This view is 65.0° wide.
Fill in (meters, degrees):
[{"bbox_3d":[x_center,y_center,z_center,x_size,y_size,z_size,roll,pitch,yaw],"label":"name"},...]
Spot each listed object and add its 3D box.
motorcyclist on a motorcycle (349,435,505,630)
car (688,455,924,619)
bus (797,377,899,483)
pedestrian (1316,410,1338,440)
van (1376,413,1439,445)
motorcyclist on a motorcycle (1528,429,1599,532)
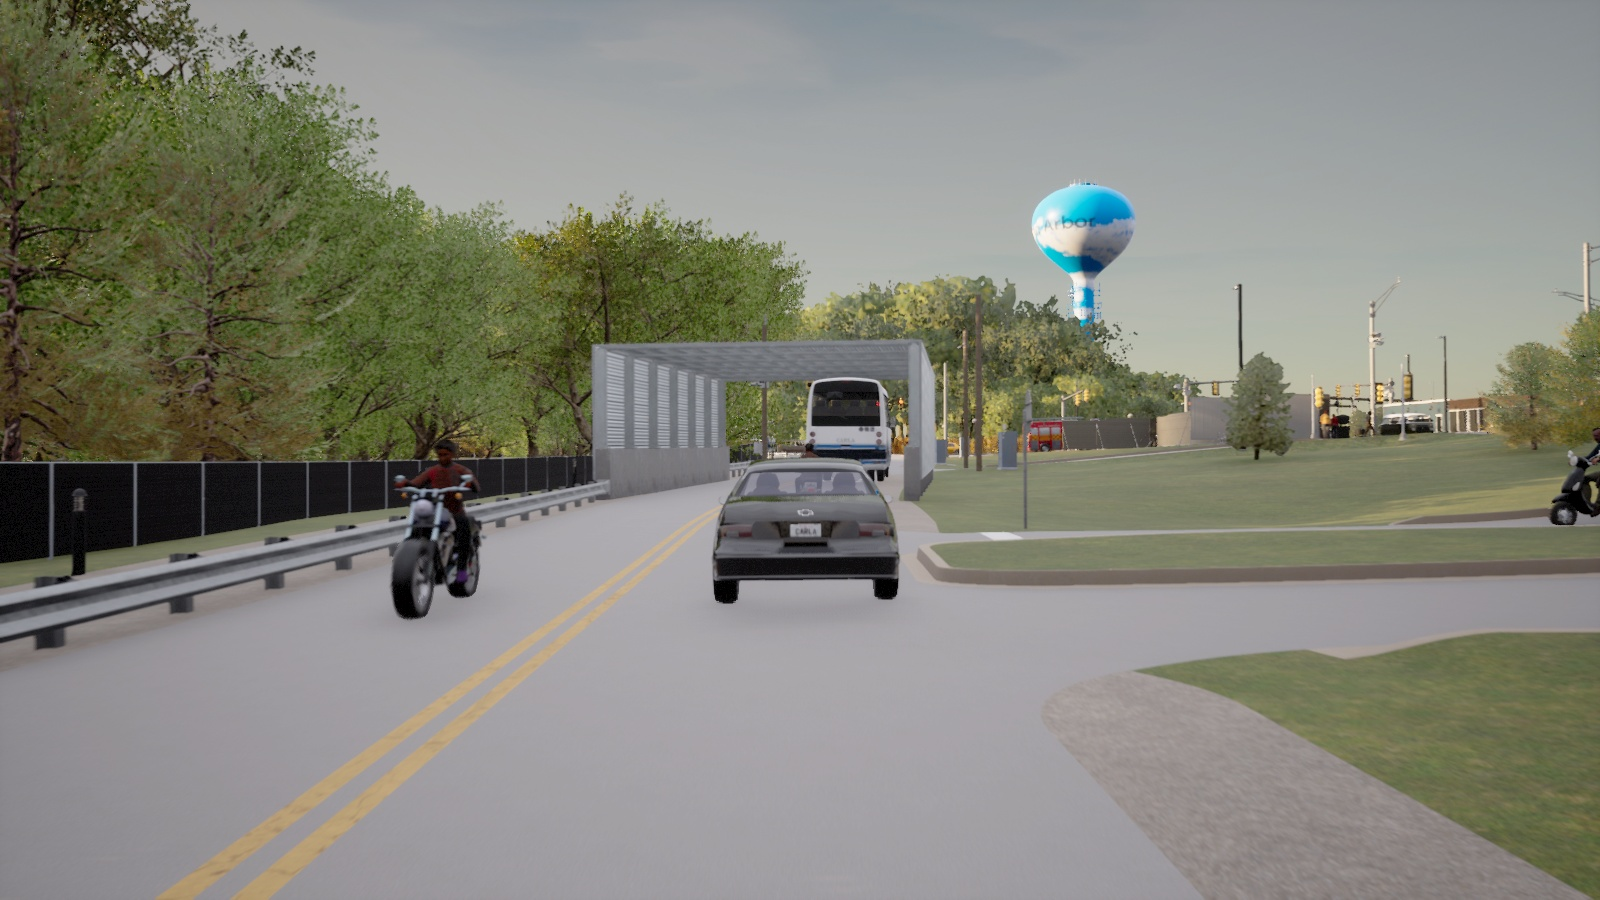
[{"bbox_3d":[-3.431,0.699,11.806,0.766,1.649,2.350,0,0,0],"label":"motorcyclist on a motorcycle"},{"bbox_3d":[0.064,0.784,13.582,2.033,1.411,5.357,0,-1,0],"label":"car"},{"bbox_3d":[2.352,-0.828,55.794,3.944,4.253,10.273,0,0,5],"label":"bus"},{"bbox_3d":[32.582,-1.540,77.674,0.874,1.855,0.900,0,-1,-16],"label":"pedestrian"},{"bbox_3d":[41.538,-1.433,85.940,2.069,2.038,4.480,0,-1,-1],"label":"van"},{"bbox_3d":[12.908,0.452,20.167,1.817,1.590,0.866,-3,-1,-3],"label":"motorcyclist on a motorcycle"}]
